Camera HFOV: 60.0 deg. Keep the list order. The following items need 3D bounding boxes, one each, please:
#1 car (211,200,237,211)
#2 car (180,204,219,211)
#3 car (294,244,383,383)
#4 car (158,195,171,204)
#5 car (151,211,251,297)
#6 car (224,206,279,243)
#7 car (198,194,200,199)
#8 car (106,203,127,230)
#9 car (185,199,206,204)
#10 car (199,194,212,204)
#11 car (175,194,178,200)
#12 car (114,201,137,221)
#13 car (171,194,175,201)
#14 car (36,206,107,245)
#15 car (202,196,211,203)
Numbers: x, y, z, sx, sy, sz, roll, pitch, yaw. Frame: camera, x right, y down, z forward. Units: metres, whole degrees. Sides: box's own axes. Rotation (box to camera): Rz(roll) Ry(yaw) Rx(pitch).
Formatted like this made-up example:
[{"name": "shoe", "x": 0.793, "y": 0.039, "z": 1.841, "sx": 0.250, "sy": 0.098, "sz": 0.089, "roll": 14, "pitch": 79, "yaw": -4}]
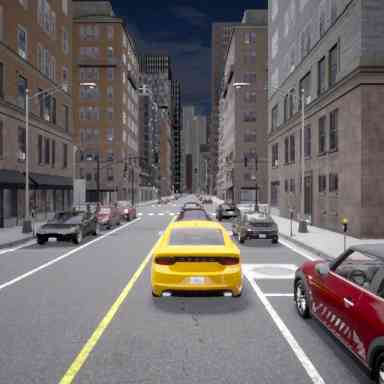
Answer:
[{"name": "car", "x": 2.867, "y": 1.569, "z": 26.687, "sx": 1.947, "sy": 1.339, "sz": 4.313, "roll": 0, "pitch": 0, "yaw": 0}, {"name": "car", "x": 0.114, "y": 1.565, "z": 17.605, "sx": 1.994, "sy": 1.385, "sz": 4.181, "roll": 0, "pitch": 0, "yaw": 0}, {"name": "car", "x": 2.858, "y": 1.440, "z": 4.682, "sx": 1.967, "sy": 1.590, "sz": 4.097, "roll": 0, "pitch": 0, "yaw": 0}, {"name": "car", "x": -5.607, "y": 1.625, "z": 63.794, "sx": 1.802, "sy": 1.307, "sz": 4.206, "roll": 0, "pitch": 0, "yaw": 0}, {"name": "car", "x": 0.098, "y": 1.478, "z": 8.612, "sx": 1.882, "sy": 1.535, "sz": 5.008, "roll": 0, "pitch": 0, "yaw": 0}, {"name": "car", "x": 2.862, "y": 1.552, "z": 15.685, "sx": 2.008, "sy": 1.369, "sz": 4.403, "roll": 0, "pitch": 0, "yaw": 0}, {"name": "car", "x": 2.942, "y": 1.615, "z": 74.595, "sx": 2.008, "sy": 1.369, "sz": 4.403, "roll": 0, "pitch": 0, "yaw": 0}, {"name": "car", "x": -5.661, "y": 1.584, "z": 21.190, "sx": 1.802, "sy": 1.307, "sz": 4.206, "roll": 0, "pitch": 0, "yaw": 0}, {"name": "car", "x": 0.011, "y": 1.529, "z": 26.416, "sx": 1.812, "sy": 1.442, "sz": 4.674, "roll": 0, "pitch": 0, "yaw": 2}, {"name": "car", "x": 2.917, "y": 1.483, "z": 63.778, "sx": 1.967, "sy": 1.590, "sz": 4.097, "roll": 0, "pitch": 0, "yaw": 0}, {"name": "car", "x": -5.547, "y": 1.637, "z": 90.667, "sx": 1.752, "sy": 1.417, "sz": 4.829, "roll": 0, "pitch": 0, "yaw": 0}, {"name": "car", "x": -5.658, "y": 1.443, "z": 26.691, "sx": 1.967, "sy": 1.590, "sz": 4.097, "roll": 0, "pitch": 0, "yaw": 0}, {"name": "car", "x": -5.582, "y": 1.615, "z": 74.611, "sx": 2.008, "sy": 1.369, "sz": 4.403, "roll": 0, "pitch": 0, "yaw": 0}, {"name": "car", "x": -5.663, "y": 1.567, "z": 15.688, "sx": 1.947, "sy": 1.339, "sz": 4.313, "roll": 0, "pitch": 0, "yaw": 0}, {"name": "car", "x": 2.930, "y": 1.579, "z": 69.357, "sx": 1.752, "sy": 1.417, "sz": 4.829, "roll": 0, "pitch": 0, "yaw": 0}]
